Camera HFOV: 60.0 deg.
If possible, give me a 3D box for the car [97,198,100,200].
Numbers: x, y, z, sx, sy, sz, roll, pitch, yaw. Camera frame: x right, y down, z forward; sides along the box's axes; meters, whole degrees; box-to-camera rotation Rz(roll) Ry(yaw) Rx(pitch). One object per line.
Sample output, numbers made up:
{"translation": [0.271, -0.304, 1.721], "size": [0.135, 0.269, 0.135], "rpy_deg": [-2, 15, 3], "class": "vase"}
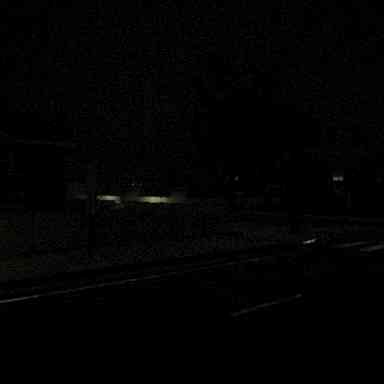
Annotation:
{"translation": [-16.039, 1.638, 54.243], "size": [1.994, 1.385, 4.181], "rpy_deg": [0, 0, -35], "class": "car"}
